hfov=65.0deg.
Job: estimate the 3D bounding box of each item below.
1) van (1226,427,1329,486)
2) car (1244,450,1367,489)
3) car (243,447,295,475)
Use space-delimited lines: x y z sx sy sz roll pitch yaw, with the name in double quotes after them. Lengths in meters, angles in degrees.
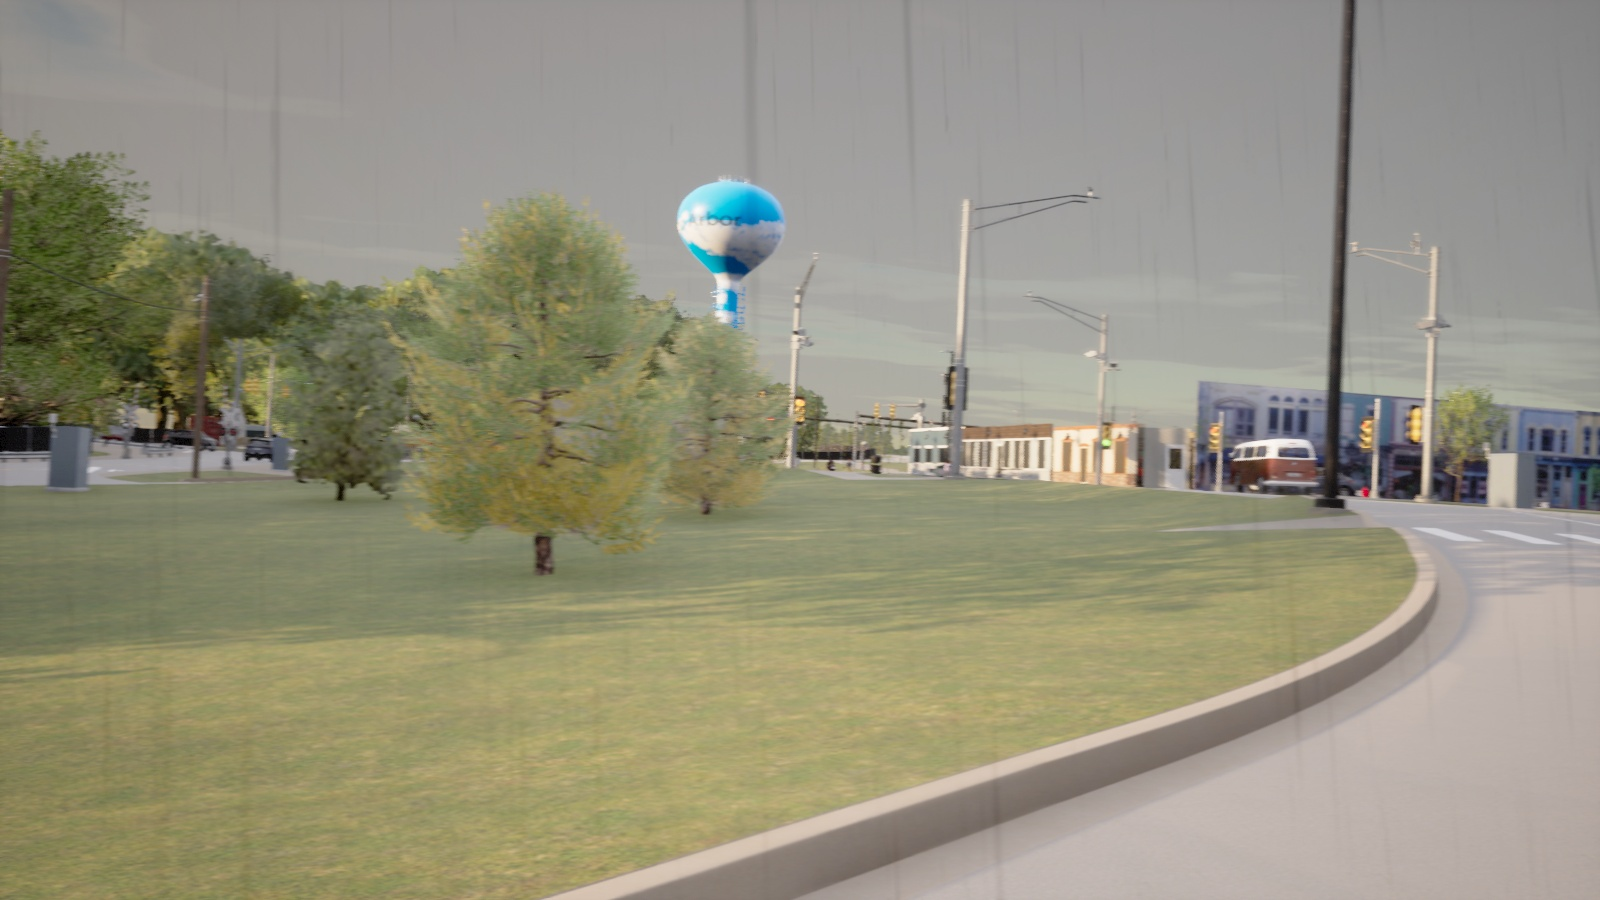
17.386 0.289 45.978 2.069 2.038 4.480 1 -1 1 "van"
23.840 0.930 59.231 5.027 1.651 2.152 2 -2 -13 "car"
-35.461 0.712 83.958 2.033 1.649 4.856 3 0 -9 "car"
